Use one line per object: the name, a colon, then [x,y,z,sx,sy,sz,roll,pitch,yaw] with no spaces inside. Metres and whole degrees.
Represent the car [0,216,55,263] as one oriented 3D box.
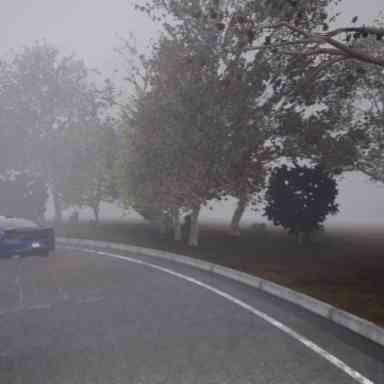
car: [-7.114,1.624,12.308,5.008,1.535,1.882,-1,-1,36]
